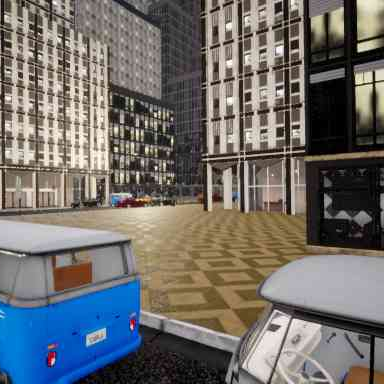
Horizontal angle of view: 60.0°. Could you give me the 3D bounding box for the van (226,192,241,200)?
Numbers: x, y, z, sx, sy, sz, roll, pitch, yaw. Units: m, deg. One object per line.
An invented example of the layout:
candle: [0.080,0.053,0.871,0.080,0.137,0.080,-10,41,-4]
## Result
van: [9.508,0.873,75.630,1.690,1.788,3.998,0,0,36]

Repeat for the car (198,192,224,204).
car: [2.959,0.909,52.504,2.192,1.841,5.009,0,0,36]

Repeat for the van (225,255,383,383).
van: [1.995,1.341,1.464,3.998,1.788,1.690,0,-1,36]

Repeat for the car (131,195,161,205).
car: [-7.252,1.279,52.739,1.752,1.417,4.829,0,0,36]

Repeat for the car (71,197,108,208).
car: [-13.816,1.404,43.776,1.947,1.339,4.313,0,0,36]

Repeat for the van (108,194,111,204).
van: [-10.486,1.136,48.325,1.690,1.788,3.998,0,0,36]

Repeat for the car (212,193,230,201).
car: [6.177,1.017,71.079,1.967,1.590,4.097,0,0,36]

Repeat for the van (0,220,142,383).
van: [-2.545,1.342,4.703,3.998,1.788,1.690,0,-1,36]

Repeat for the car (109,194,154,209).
car: [-7.031,1.268,38.858,1.887,1.381,4.507,0,0,36]

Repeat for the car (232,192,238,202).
car: [6.292,1.101,57.053,2.008,1.369,4.403,0,0,36]

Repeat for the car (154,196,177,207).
car: [-3.701,1.231,43.407,2.008,1.369,4.403,0,0,36]
